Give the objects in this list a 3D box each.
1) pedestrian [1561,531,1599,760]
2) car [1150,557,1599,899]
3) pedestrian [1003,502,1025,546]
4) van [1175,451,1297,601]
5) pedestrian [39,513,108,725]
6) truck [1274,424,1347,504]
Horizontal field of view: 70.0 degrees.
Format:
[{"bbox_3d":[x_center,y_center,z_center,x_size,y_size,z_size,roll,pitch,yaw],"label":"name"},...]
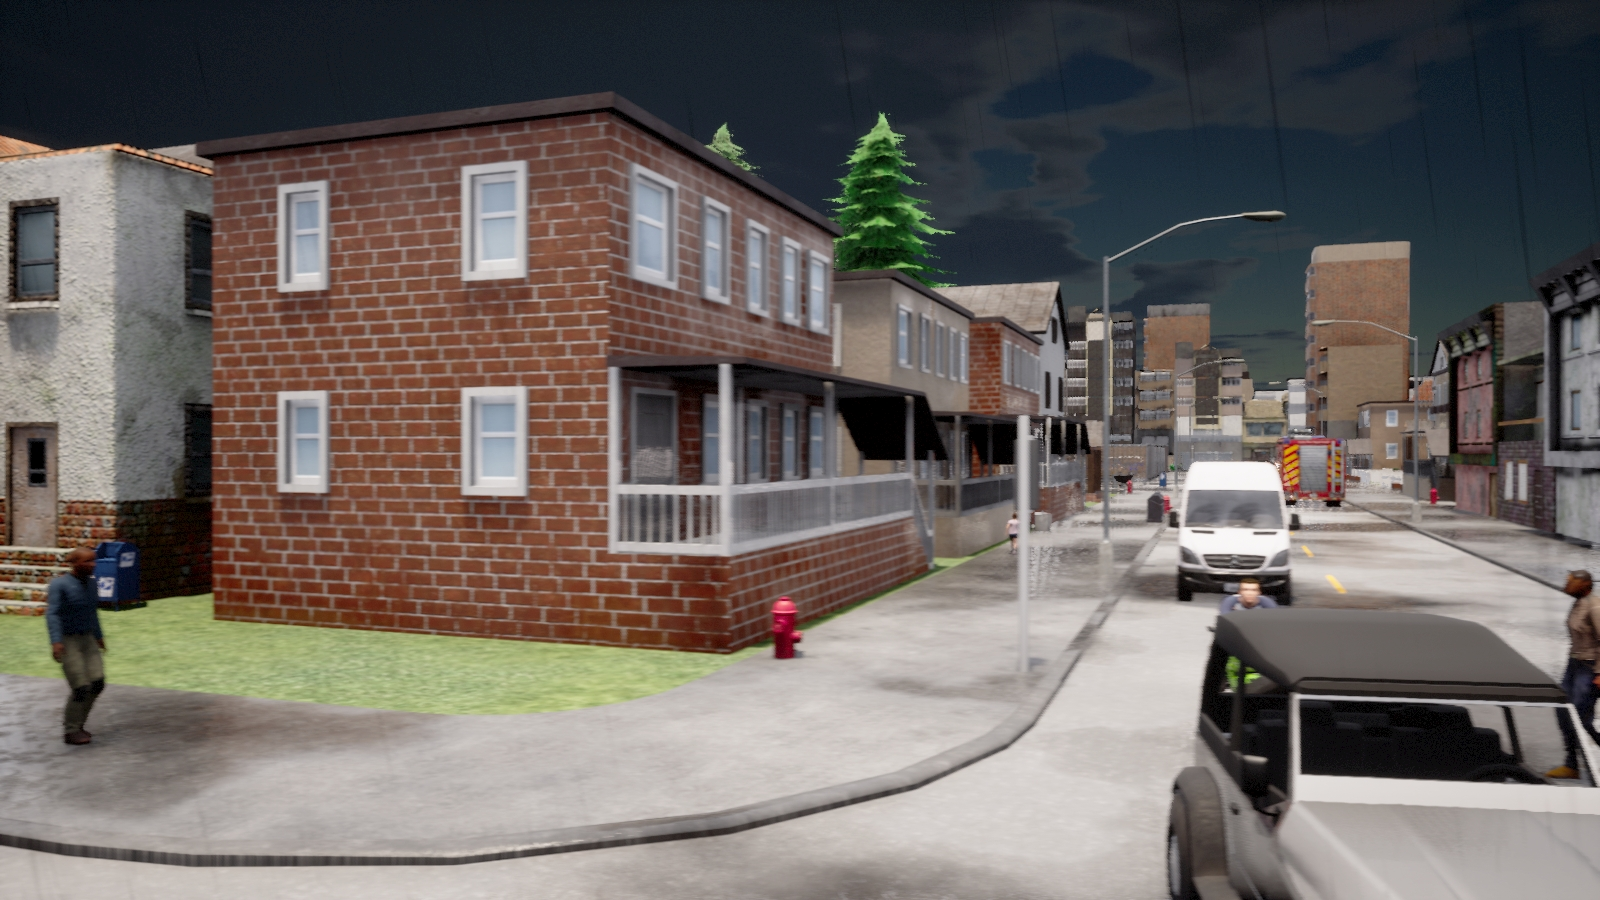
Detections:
[{"bbox_3d":[6.693,1.628,9.610,0.375,1.860,0.375,0,0,11],"label":"pedestrian"},{"bbox_3d":[2.909,1.637,5.412,1.905,1.878,3.866,0,0,10],"label":"car"},{"bbox_3d":[5.531,1.904,29.528,0.500,1.100,0.500,0,0,19],"label":"pedestrian"},{"bbox_3d":[8.619,1.314,22.747,1.988,2.561,5.915,0,0,20],"label":"van"},{"bbox_3d":[-6.599,1.516,10.382,0.375,1.860,0.375,0,0,14],"label":"pedestrian"},{"bbox_3d":[26.252,0.671,59.091,2.891,3.827,8.468,0,0,20],"label":"truck"}]
